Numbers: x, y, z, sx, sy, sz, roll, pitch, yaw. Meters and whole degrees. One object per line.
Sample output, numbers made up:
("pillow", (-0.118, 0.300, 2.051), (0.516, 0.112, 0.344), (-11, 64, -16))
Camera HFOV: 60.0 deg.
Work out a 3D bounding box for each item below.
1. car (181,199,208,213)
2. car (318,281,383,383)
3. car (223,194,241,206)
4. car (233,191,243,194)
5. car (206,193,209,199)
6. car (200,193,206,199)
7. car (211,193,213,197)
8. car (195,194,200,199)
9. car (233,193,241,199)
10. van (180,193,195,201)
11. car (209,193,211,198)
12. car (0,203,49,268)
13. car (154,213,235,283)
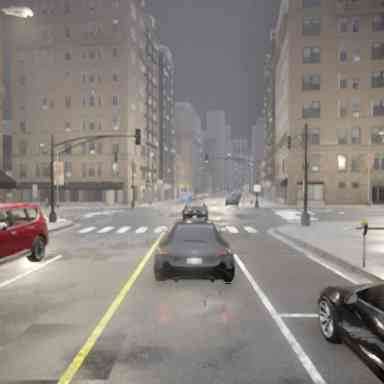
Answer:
("car", (0.343, 1.476, 26.101), (1.895, 1.301, 4.718), (0, 0, 3))
("car", (2.850, 1.549, 3.493), (1.947, 1.339, 4.313), (-1, 0, 0))
("car", (5.714, 1.311, 47.830), (1.947, 1.339, 4.313), (0, 0, 9))
("car", (10.789, 0.861, 80.416), (2.192, 1.841, 5.009), (0, 0, 9))
("car", (2.367, 1.109, 81.729), (1.802, 1.307, 4.206), (0, 0, 9))
("car", (1.494, 1.083, 76.129), (1.752, 1.417, 4.829), (0, 0, 9))
("car", (4.032, 1.001, 92.423), (1.752, 1.417, 4.829), (0, 0, 9))
("car", (-0.172, 1.060, 65.435), (1.967, 1.590, 4.097), (0, 0, 9))
("car", (11.662, 1.044, 86.017), (1.752, 1.417, 4.829), (0, 0, 9))
("van", (-1.019, 0.996, 60.003), (1.690, 1.788, 3.998), (0, 0, 9))
("car", (3.211, 0.940, 87.160), (1.967, 1.590, 4.097), (0, 0, 9))
("car", (-5.682, 1.273, 8.986), (2.192, 1.841, 5.009), (-1, 0, 0))
("car", (0.072, 1.520, 9.550), (1.994, 1.385, 4.181), (0, 0, 0))
